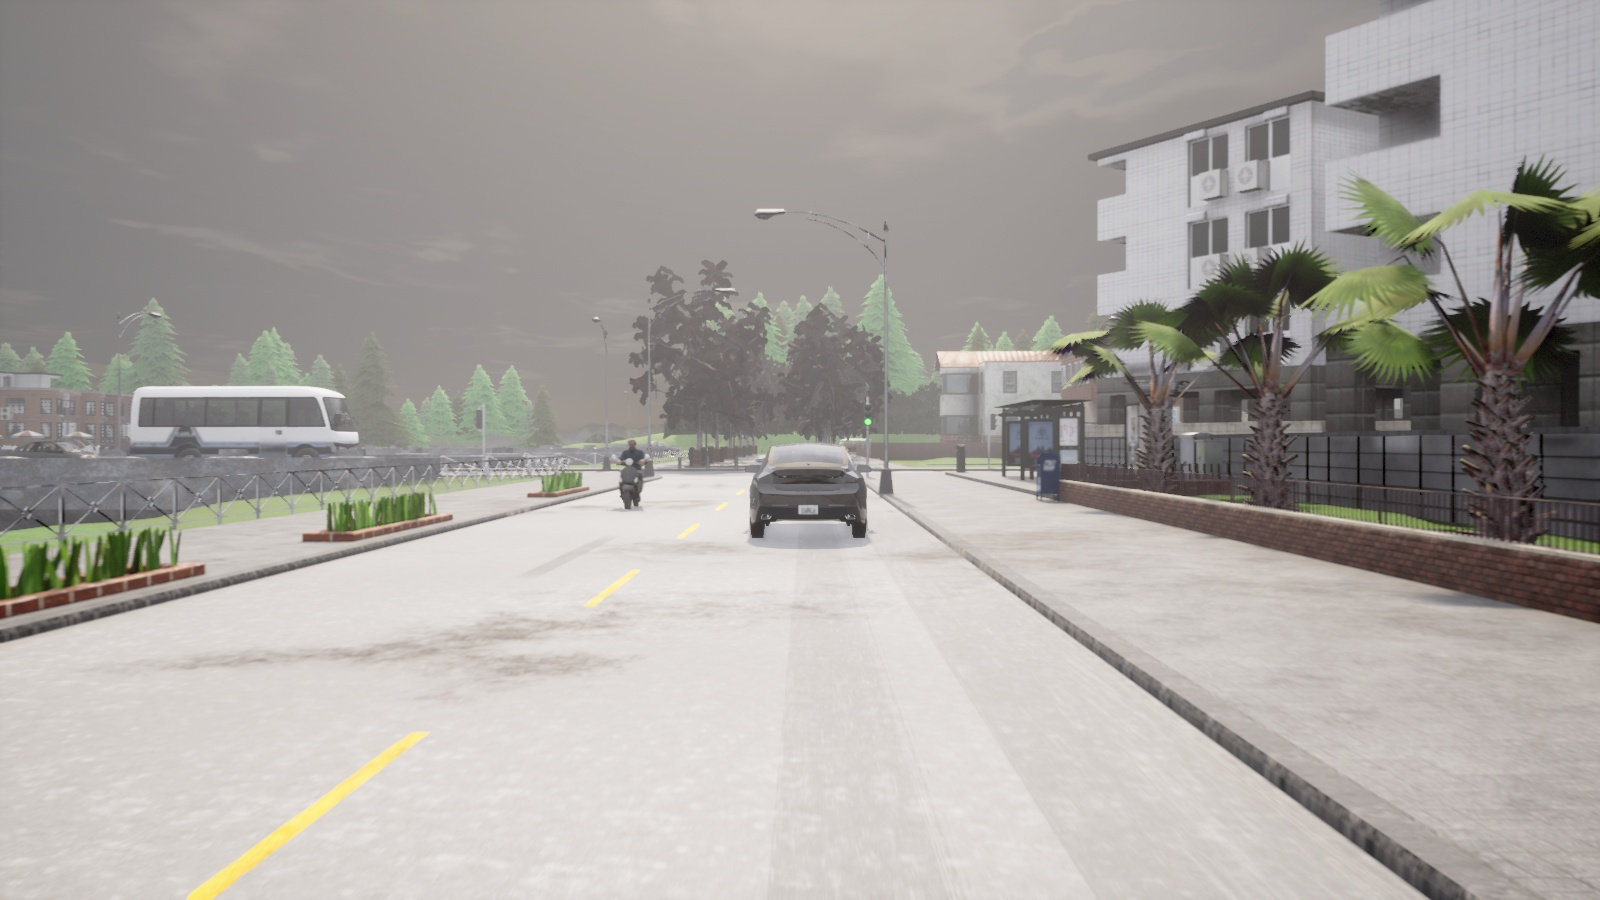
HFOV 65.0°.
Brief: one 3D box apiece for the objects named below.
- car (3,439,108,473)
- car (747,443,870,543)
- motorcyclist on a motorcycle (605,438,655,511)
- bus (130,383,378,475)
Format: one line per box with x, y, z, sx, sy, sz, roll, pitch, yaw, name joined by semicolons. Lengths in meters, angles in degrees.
-35.842;0.275;60.547;3.988;1.617;1.851;0;0;2;car
0.137;0.632;21.218;1.837;1.490;4.892;0;0;0;car
-3.823;0.537;28.406;0.866;1.590;1.817;0;0;0;motorcyclist on a motorcycle
-26.149;-0.992;60.519;10.273;4.253;3.944;0;0;2;bus
